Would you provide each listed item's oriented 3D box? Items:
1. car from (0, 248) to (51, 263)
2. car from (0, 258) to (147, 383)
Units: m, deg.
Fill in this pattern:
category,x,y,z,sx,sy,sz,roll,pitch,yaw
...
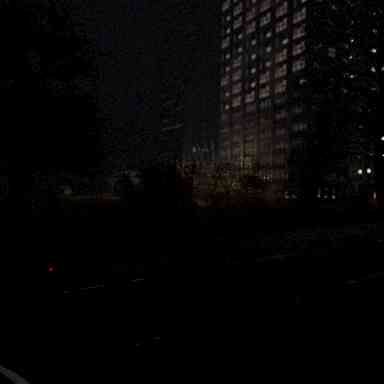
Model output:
category,x,y,z,sx,sy,sz,roll,pitch,yaw
car,-4.429,1.486,4.518,4.902,1.511,2.128,0,0,-36
car,-2.637,1.499,1.804,4.892,1.490,1.837,0,0,-35
